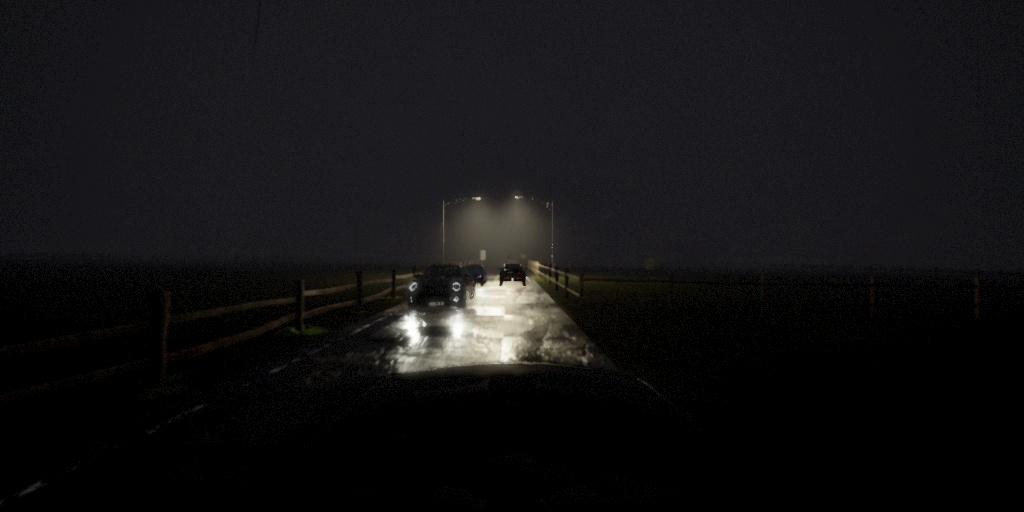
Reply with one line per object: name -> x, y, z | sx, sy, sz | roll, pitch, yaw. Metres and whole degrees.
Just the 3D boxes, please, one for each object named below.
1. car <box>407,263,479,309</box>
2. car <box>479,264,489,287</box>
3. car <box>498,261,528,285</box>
car -> -2.782, 1.104, 14.895 | 2.097, 1.767, 4.553 | 0, 0, 0
car -> -2.756, 1.282, 25.000 | 1.812, 1.442, 4.674 | 0, 0, 0
car -> 0.054, 1.263, 25.952 | 1.837, 1.490, 4.892 | 0, 1, 0
